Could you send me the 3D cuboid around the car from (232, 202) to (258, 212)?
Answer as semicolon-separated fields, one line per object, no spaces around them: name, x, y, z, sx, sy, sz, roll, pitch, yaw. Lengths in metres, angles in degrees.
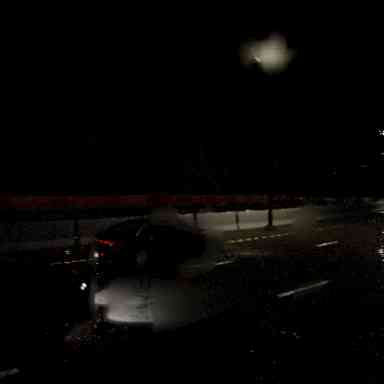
car;7.086;1.916;37.704;1.837;1.490;4.892;-1;-1;45

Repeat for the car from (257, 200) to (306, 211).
car;9.551;1.905;35.176;5.357;1.411;2.033;0;-1;-45

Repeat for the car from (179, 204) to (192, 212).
car;0.385;2.070;40.911;4.181;1.385;1.994;0;-1;-44

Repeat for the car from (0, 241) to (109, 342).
car;-3.755;1.666;5.320;4.181;1.385;1.994;0;-1;-36

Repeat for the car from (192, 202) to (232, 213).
car;2.790;1.944;38.374;4.902;1.511;2.128;0;-1;-44

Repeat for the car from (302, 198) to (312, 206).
car;24.809;2.153;72.555;2.128;1.511;4.902;-1;-1;31

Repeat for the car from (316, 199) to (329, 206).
car;27.888;2.117;70.891;2.033;1.411;5.357;-1;-1;31

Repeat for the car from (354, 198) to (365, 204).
car;34.045;1.952;67.563;1.882;1.535;5.008;-1;-1;31

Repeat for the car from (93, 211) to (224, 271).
car;-1.021;1.663;11.646;4.892;1.490;1.837;0;0;-38

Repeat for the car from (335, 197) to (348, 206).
car;31.697;1.944;70.504;2.097;1.767;4.553;-1;-1;29
